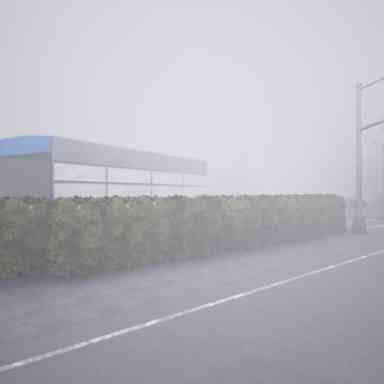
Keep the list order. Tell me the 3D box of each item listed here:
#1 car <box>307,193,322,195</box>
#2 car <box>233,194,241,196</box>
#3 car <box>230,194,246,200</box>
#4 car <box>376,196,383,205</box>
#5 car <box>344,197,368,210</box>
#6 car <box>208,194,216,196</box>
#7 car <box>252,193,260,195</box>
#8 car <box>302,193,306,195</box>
[{"bbox_3d":[27.032,1.097,70.782,4.605,1.855,1.932,0,0,-41],"label":"car"},{"bbox_3d":[8.820,1.298,63.597,4.514,1.523,2.007,0,0,-41],"label":"car"},{"bbox_3d":[12.092,1.232,87.107,3.806,1.475,1.970,0,0,-41],"label":"car"},{"bbox_3d":[31.434,1.384,54.012,3.806,1.475,1.970,0,0,-41],"label":"car"},{"bbox_3d":[19.236,1.339,39.639,4.514,1.523,2.007,0,0,-41],"label":"car"},{"bbox_3d":[4.355,1.298,85.307,4.514,1.523,2.007,0,0,-41],"label":"car"},{"bbox_3d":[16.510,1.153,82.442,5.027,1.636,2.152,0,0,-41],"label":"car"},{"bbox_3d":[24.829,1.077,72.721,3.866,1.878,1.905,0,0,-41],"label":"car"}]
